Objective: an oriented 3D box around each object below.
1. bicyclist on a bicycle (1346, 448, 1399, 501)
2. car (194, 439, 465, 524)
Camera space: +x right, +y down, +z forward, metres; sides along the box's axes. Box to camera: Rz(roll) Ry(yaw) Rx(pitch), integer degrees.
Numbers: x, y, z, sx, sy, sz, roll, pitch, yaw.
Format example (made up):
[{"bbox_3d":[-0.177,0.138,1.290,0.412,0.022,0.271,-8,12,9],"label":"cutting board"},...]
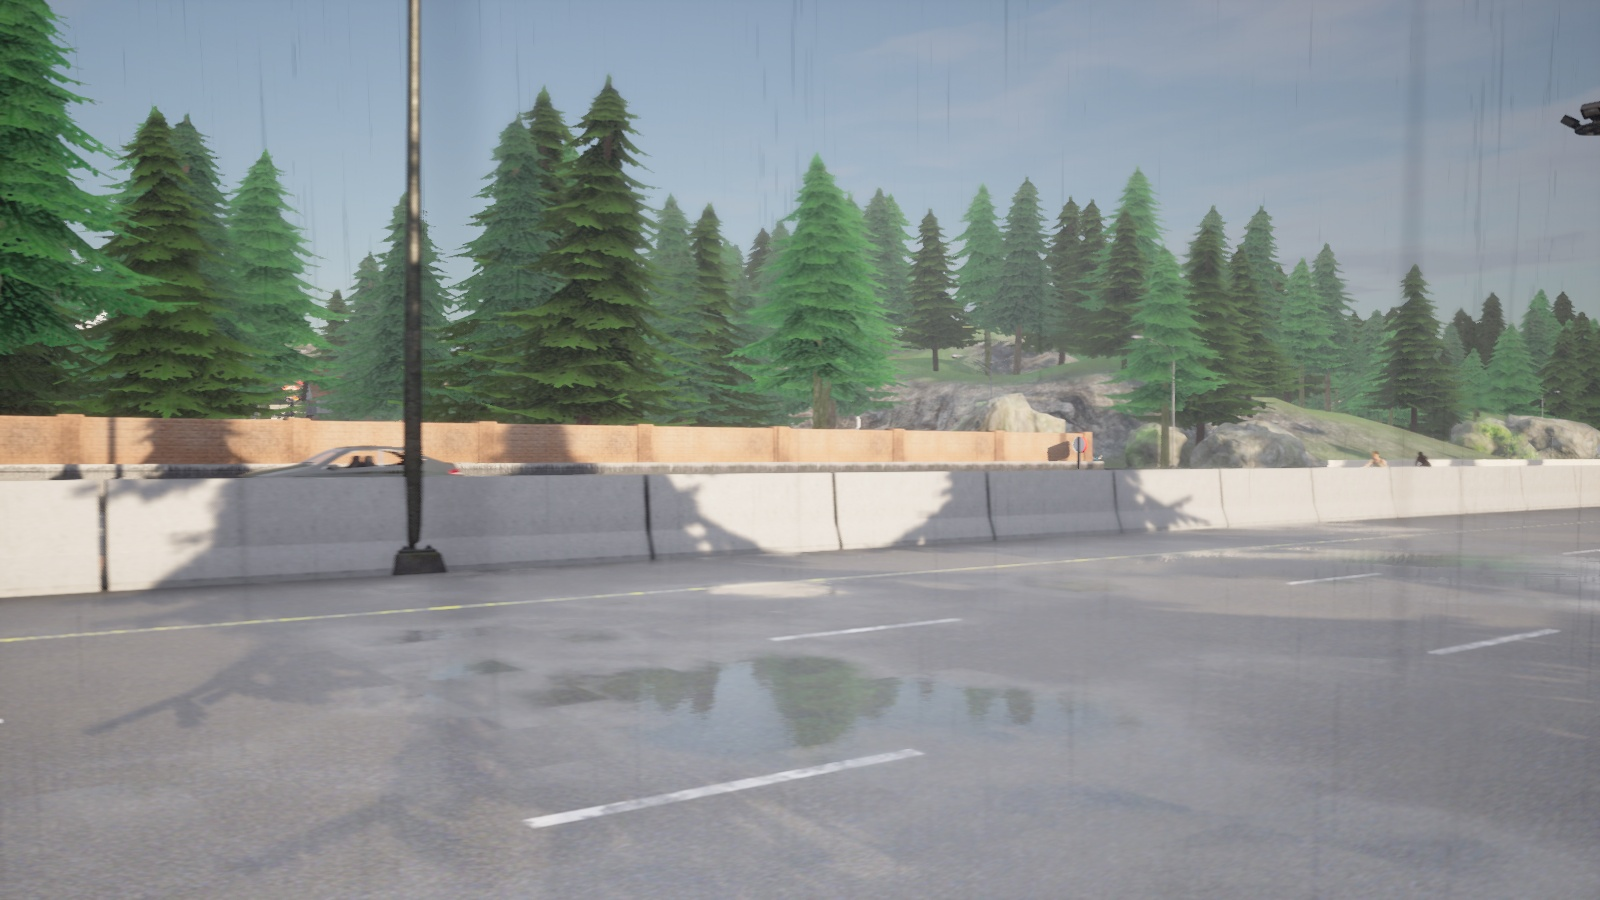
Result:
[{"bbox_3d":[17.735,0.745,38.909,1.509,1.612,0.866,0,0,-37],"label":"bicyclist on a bicycle"},{"bbox_3d":[-9.971,0.618,26.804,5.027,1.651,2.152,0,0,-37],"label":"car"}]
